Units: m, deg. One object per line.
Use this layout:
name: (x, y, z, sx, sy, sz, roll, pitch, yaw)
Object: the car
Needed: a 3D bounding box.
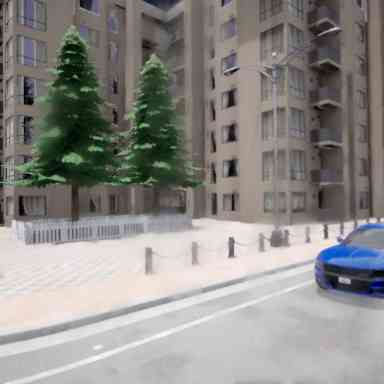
car: (5.034, 1.562, 8.541, 5.008, 1.535, 1.882, 0, -1, -41)
